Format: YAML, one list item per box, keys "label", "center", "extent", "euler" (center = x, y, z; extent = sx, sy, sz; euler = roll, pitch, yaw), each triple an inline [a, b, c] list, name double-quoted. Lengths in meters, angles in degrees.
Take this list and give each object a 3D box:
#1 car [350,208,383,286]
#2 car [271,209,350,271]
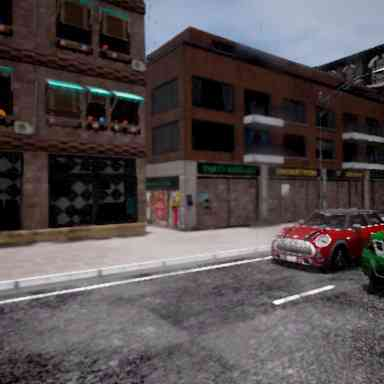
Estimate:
- label: "car"
  center: [6.568, 1.235, 8.367]
  extent: [5.566, 2.045, 2.150]
  euler: [0, 0, -35]
- label: "car"
  center: [4.743, 1.367, 11.055]
  extent: [4.553, 1.767, 2.097]
  euler: [0, 0, -35]
